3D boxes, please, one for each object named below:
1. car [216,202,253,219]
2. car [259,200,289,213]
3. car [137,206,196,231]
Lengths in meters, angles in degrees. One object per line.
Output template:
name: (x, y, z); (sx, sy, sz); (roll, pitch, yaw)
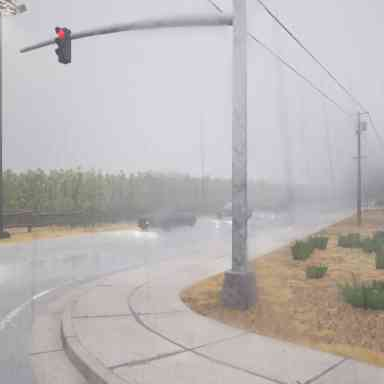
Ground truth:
car: (3.860, 1.560, 29.208); (1.812, 1.442, 4.674); (0, 0, 32)
car: (9.468, 1.582, 38.002); (2.033, 1.411, 5.357); (0, 0, 33)
car: (-1.481, 1.599, 20.871); (1.994, 1.385, 4.181); (0, 0, 33)
